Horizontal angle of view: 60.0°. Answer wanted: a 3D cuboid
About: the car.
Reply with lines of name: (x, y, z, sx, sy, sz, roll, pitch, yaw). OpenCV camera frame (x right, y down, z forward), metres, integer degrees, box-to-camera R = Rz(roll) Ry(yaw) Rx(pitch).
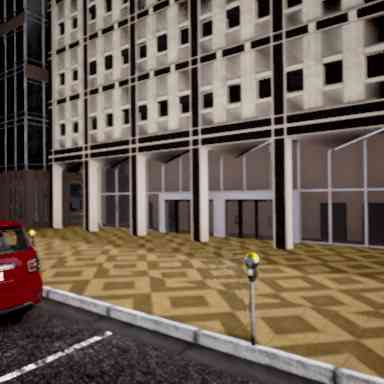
car: (-4.895, 1.396, 6.371, 5.009, 1.841, 2.192, -1, -1, 35)
